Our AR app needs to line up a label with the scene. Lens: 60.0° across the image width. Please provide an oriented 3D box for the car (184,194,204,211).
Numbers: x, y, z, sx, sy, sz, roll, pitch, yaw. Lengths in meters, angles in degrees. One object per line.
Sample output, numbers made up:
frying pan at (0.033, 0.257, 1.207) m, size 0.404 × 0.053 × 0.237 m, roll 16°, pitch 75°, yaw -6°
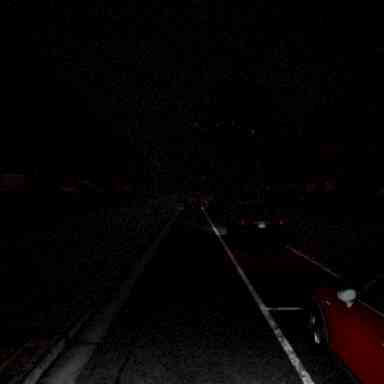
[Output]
car at (0.064, 1.383, 38.724) m, size 1.882 × 1.535 × 5.008 m, roll 0°, pitch 0°, yaw 0°

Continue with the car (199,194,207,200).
car at (2.631, 1.241, 81.078) m, size 1.947 × 1.339 × 4.313 m, roll 0°, pitch 0°, yaw 0°

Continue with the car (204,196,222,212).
car at (2.634, 1.481, 36.710) m, size 1.947 × 1.339 × 4.313 m, roll 0°, pitch 0°, yaw 0°

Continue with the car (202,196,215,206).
car at (2.632, 1.359, 53.517) m, size 1.752 × 1.417 × 4.829 m, roll 0°, pitch 0°, yaw 0°

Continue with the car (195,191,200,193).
car at (2.631, 0.955, 86.622) m, size 2.192 × 1.841 × 5.009 m, roll 0°, pitch 0°, yaw 0°

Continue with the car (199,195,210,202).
car at (2.632, 1.296, 69.987) m, size 2.008 × 1.369 × 4.403 m, roll 0°, pitch 0°, yaw 0°

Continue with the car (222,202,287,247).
car at (2.749, 1.337, 15.173) m, size 2.097 × 1.767 × 4.553 m, roll 0°, pitch 0°, yaw 0°

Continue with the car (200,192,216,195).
car at (2.632, 1.176, 47.800) m, size 2.192 × 1.841 × 5.009 m, roll 0°, pitch 0°, yaw 0°

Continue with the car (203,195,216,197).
car at (2.633, 1.413, 42.425) m, size 1.752 × 1.417 × 4.829 m, roll 0°, pitch 0°, yaw 0°

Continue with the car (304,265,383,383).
car at (2.633, 1.438, 3.428) m, size 1.967 × 1.590 × 4.097 m, roll 0°, pitch 0°, yaw 0°
